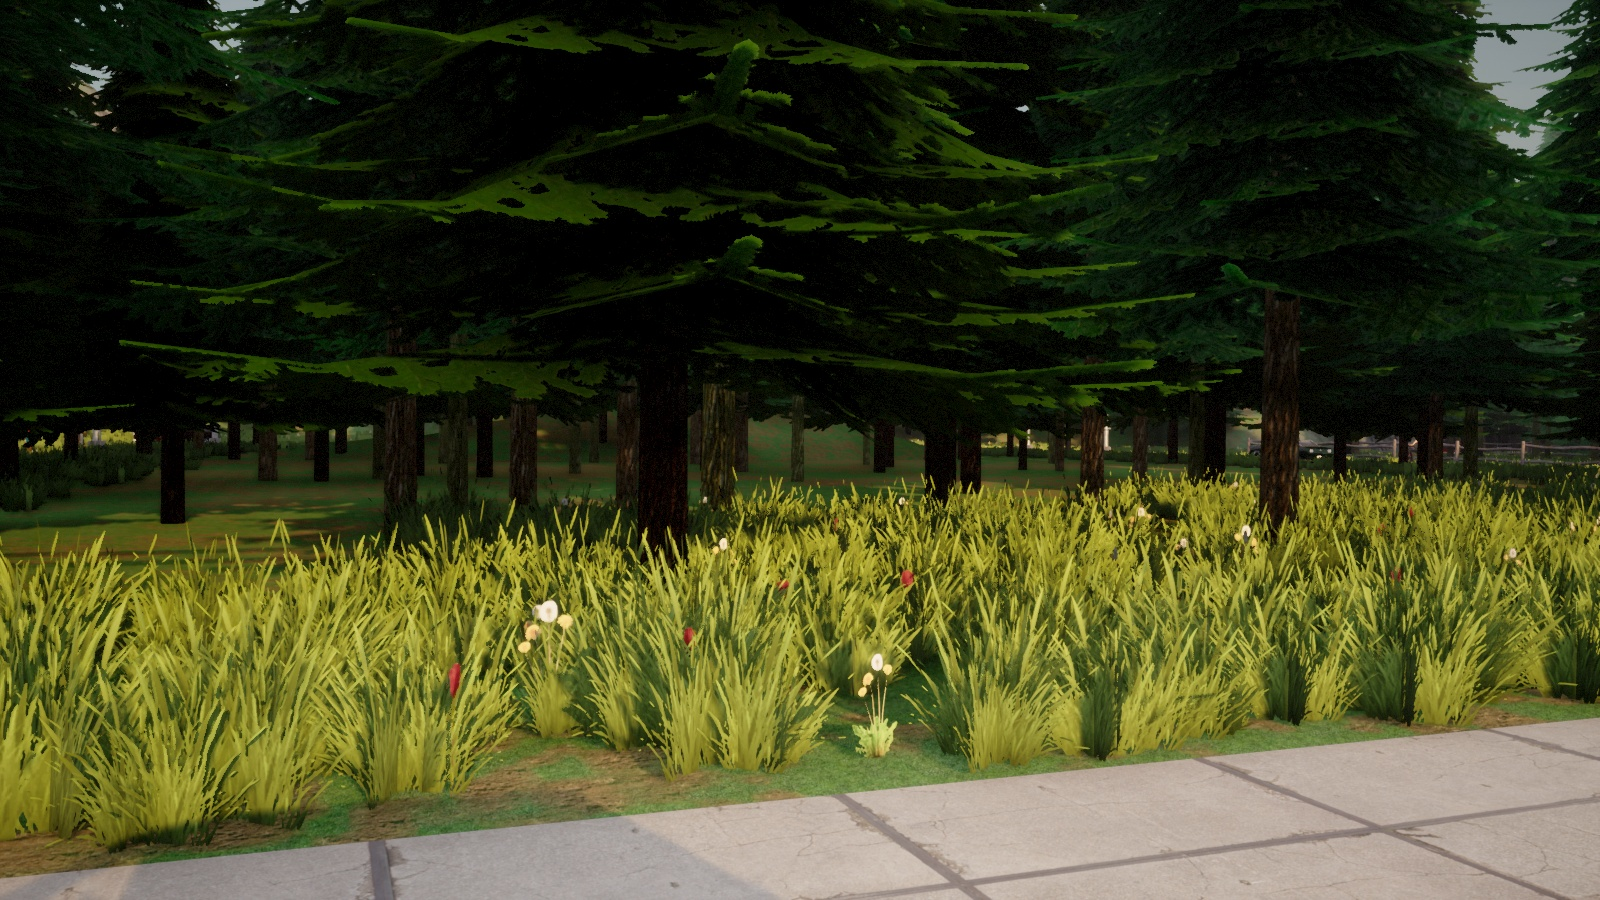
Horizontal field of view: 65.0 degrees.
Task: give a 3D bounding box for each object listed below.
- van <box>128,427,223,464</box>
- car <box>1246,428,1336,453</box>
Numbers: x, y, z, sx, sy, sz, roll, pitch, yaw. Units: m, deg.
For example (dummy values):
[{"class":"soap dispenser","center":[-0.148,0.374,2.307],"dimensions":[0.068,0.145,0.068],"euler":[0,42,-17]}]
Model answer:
[{"class":"van","center":[-36.106,-0.297,72.659],"dimensions":[2.069,2.038,4.480],"euler":[0,1,31]},{"class":"car","center":[26.716,-0.531,68.480],"dimensions":[1.895,1.301,4.718],"euler":[-1,1,-20]}]
